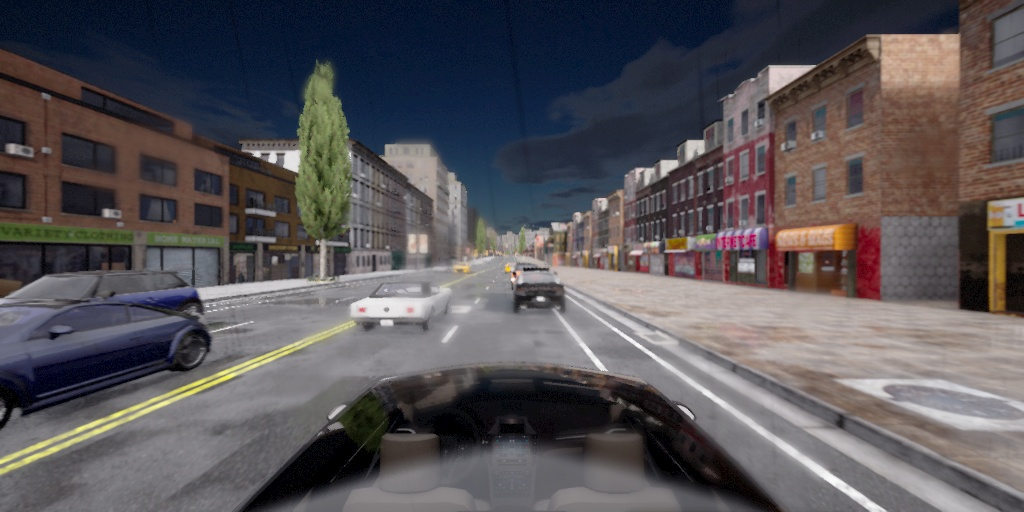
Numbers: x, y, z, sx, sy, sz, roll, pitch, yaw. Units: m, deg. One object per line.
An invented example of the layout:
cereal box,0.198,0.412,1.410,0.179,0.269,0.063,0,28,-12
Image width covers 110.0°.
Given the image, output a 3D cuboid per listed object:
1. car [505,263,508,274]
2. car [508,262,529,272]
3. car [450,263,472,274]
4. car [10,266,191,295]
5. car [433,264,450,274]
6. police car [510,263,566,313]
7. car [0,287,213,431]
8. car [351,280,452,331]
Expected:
car,0.024,1.657,49.639,1.882,1.535,5.008,0,-1,0
car,0.980,1.258,24.448,2.097,1.767,4.553,0,0,0
car,-6.569,1.637,48.196,1.882,1.535,5.008,0,-1,0
car,-9.848,1.146,8.278,2.097,1.767,4.553,0,0,0
car,-9.821,1.794,50.596,1.895,1.301,4.718,0,-1,0
police car,0.978,1.262,14.586,1.930,1.638,5.238,0,0,0
car,-6.598,1.335,4.963,1.994,1.385,4.181,0,0,0
car,-3.148,1.415,11.296,1.895,1.301,4.718,0,0,0
